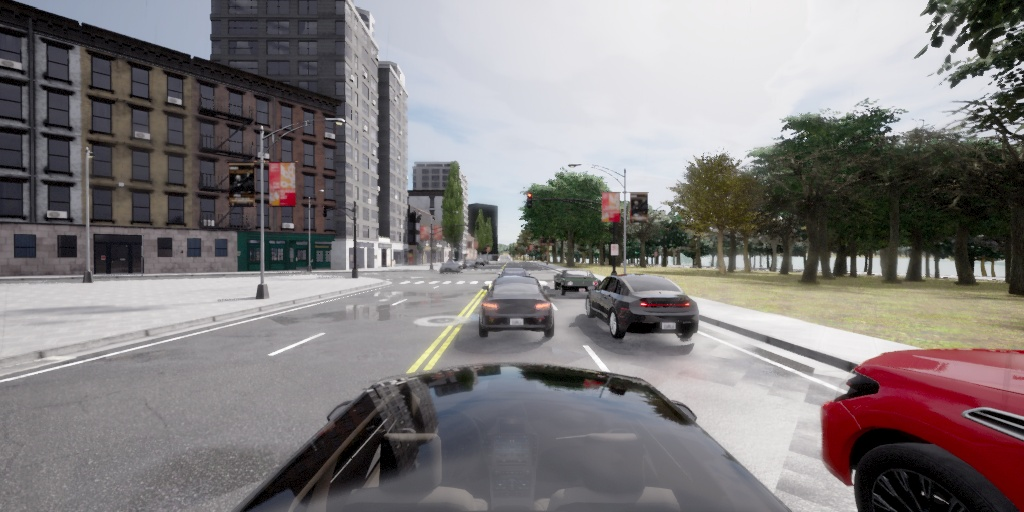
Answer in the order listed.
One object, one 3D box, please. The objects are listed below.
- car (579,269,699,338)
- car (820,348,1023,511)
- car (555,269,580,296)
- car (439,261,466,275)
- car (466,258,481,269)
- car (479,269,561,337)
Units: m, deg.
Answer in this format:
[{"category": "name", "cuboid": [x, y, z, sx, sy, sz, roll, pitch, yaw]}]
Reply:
[{"category": "car", "cuboid": [3.363, 1.253, 10.098, 1.837, 1.490, 4.892, 0, 0, 0]}, {"category": "car", "cuboid": [3.348, 0.972, 0.235, 2.150, 2.045, 5.566, 0, 0, 0]}, {"category": "car", "cuboid": [3.379, 1.347, 19.411, 1.895, 1.301, 4.718, 0, 0, 0]}, {"category": "car", "cuboid": [-6.510, 1.249, 38.599, 1.994, 1.385, 4.181, 2, 0, 0]}, {"category": "car", "cuboid": [-6.503, 1.225, 56.210, 2.128, 1.511, 4.902, 0, 0, 0]}, {"category": "car", "cuboid": [0.116, 1.274, 10.136, 1.812, 1.442, 4.674, 0, 0, 0]}]
